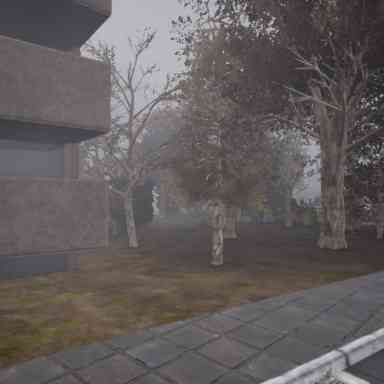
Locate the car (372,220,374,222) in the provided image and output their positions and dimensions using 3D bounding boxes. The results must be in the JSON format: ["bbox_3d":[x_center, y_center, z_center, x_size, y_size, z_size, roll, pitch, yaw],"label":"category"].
[{"bbox_3d":[19.000,2.524,32.878,2.033,1.411,5.357,1,-2,-17],"label":"car"}]
